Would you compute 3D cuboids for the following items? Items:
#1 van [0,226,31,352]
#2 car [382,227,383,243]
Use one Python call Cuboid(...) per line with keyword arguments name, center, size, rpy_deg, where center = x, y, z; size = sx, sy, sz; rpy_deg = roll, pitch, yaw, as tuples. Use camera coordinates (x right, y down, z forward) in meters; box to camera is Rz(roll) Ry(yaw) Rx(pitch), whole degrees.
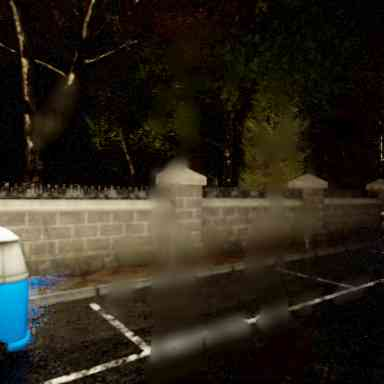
Cuboid(name="van", center=(-3.968, 1.335, 3.716), size=(3.998, 1.788, 1.690), rpy_deg=(0, 0, -35))
Cuboid(name="car", center=(9.743, 1.392, 13.497), size=(5.009, 1.841, 2.192), rpy_deg=(0, 0, -35))
